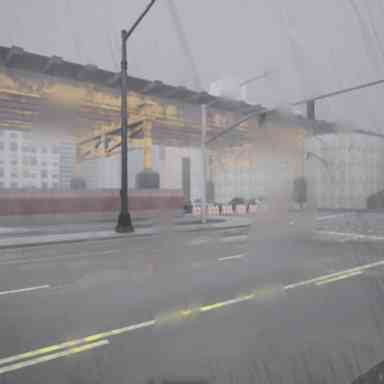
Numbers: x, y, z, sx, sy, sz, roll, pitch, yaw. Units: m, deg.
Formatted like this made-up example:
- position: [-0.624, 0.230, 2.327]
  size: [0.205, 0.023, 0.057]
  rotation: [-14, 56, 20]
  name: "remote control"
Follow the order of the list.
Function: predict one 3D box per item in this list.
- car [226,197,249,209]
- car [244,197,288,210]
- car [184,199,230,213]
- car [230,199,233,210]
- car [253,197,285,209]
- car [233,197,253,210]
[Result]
- position: [5.283, 1.228, 37.989]
  size: [1.853, 1.218, 4.536]
  rotation: [0, 0, 18]
  name: "car"
- position: [9.178, 1.372, 41.699]
  size: [4.974, 1.542, 2.038]
  rotation: [0, 0, -7]
  name: "car"
- position: [1.470, 1.240, 35.262]
  size: [4.536, 1.218, 1.853]
  rotation: [0, 0, 8]
  name: "car"
- position: [1.522, 1.397, 35.255]
  size: [4.974, 1.542, 2.038]
  rotation: [0, 0, 8]
  name: "car"
- position: [9.126, 1.215, 41.692]
  size: [4.536, 1.218, 1.853]
  rotation: [0, 0, -7]
  name: "car"
- position: [5.267, 1.386, 37.940]
  size: [2.038, 1.542, 4.974]
  rotation: [0, 0, 18]
  name: "car"
